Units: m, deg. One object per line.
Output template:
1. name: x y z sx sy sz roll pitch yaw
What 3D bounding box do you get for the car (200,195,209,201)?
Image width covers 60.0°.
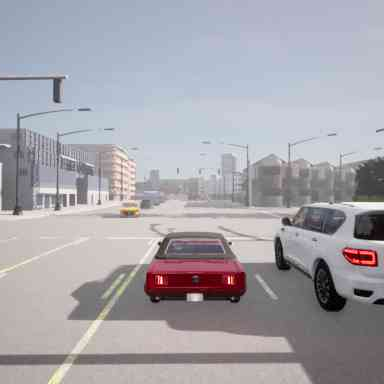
1. car: 3.520 1.523 89.240 2.097 1.767 4.553 0 -1 0

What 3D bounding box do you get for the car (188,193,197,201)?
1. car: 0.020 1.389 88.887 2.150 2.045 5.566 0 -1 0

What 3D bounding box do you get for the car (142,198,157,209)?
1. car: -7.080 1.918 51.905 1.837 1.490 4.892 0 -1 0

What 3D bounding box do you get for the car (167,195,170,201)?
1. car: -6.981 1.516 87.049 2.097 1.767 4.553 0 0 0

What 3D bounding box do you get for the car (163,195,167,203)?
1. car: -6.984 1.777 72.394 1.812 1.442 4.674 0 1 0

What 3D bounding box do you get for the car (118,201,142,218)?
1. car: -6.234 1.714 32.834 1.882 1.535 5.008 0 -1 -12

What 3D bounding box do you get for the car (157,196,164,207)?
1. car: -7.049 1.876 62.068 2.128 1.511 4.902 0 1 0

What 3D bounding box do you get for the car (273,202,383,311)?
1. car: 3.565 1.234 7.919 2.150 2.045 5.566 0 0 0

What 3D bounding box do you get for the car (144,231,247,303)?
1. car: 0.071 1.617 8.211 1.895 1.301 4.718 0 0 0
